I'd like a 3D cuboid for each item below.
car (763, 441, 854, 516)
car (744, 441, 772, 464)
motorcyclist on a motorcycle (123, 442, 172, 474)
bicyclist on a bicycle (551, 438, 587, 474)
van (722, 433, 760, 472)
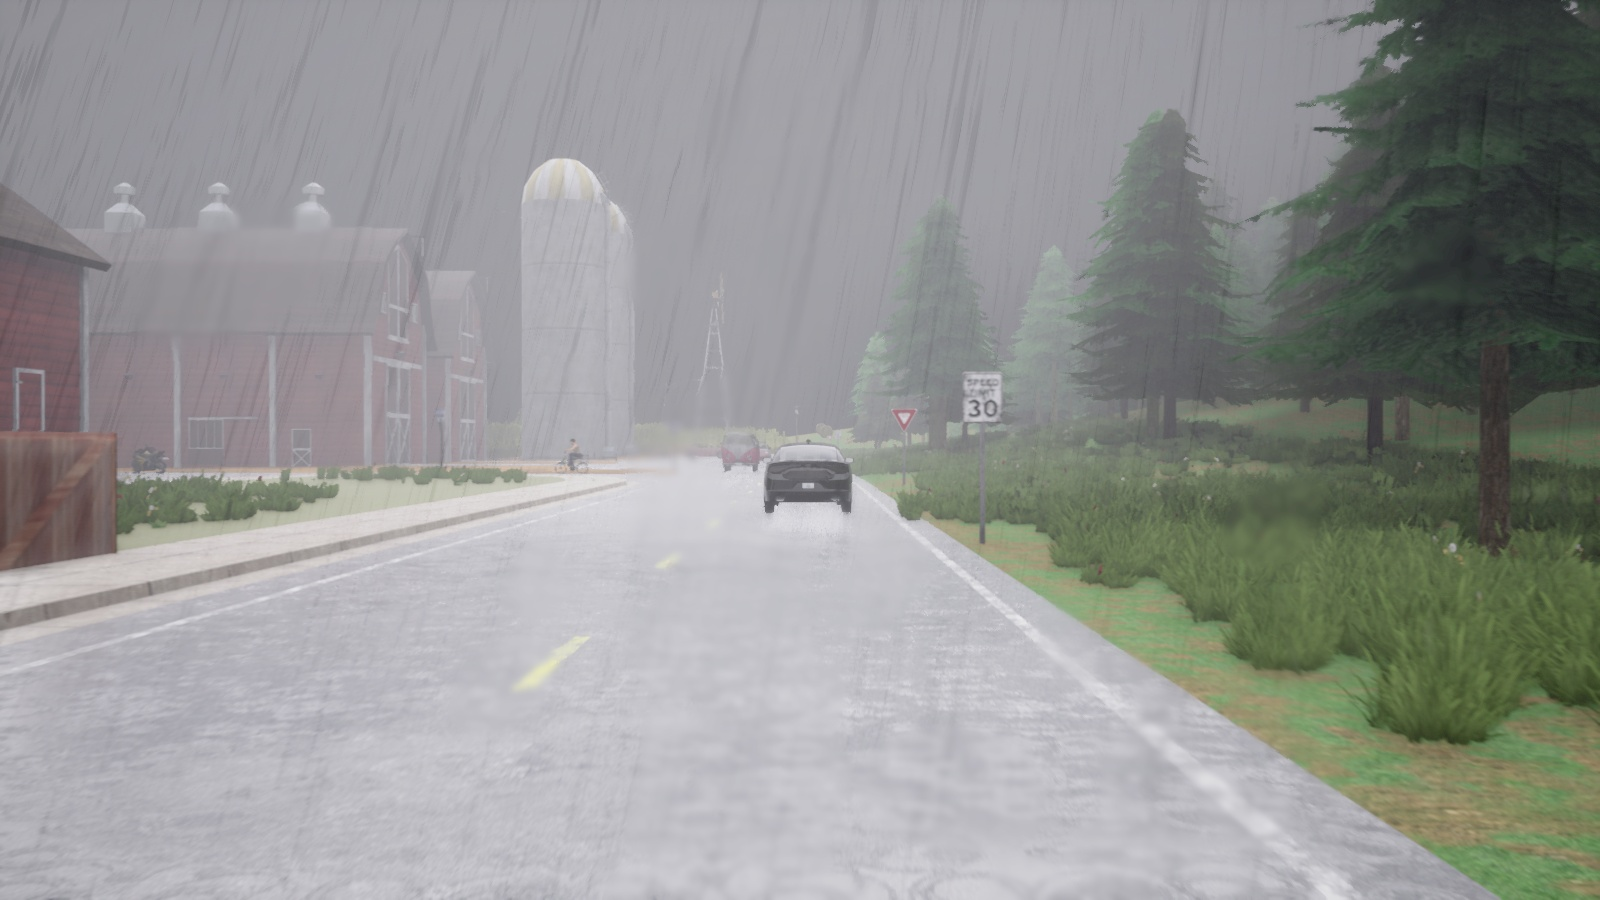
[{"bbox_3d":[0.188,0.565,28.239,1.882,1.535,5.008,0,0,0],"label":"car"},{"bbox_3d":[-2.939,0.143,88.579,1.851,1.617,3.988,0,0,0],"label":"car"},{"bbox_3d":[-32.179,0.395,61.964,2.191,1.530,0.866,0,0,19],"label":"motorcyclist on a motorcycle"},{"bbox_3d":[-10.306,0.270,56.174,1.509,1.612,0.866,0,-1,-5],"label":"bicyclist on a bicycle"},{"bbox_3d":[-3.078,0.125,65.947,1.775,1.987,4.442,0,0,0],"label":"van"}]
